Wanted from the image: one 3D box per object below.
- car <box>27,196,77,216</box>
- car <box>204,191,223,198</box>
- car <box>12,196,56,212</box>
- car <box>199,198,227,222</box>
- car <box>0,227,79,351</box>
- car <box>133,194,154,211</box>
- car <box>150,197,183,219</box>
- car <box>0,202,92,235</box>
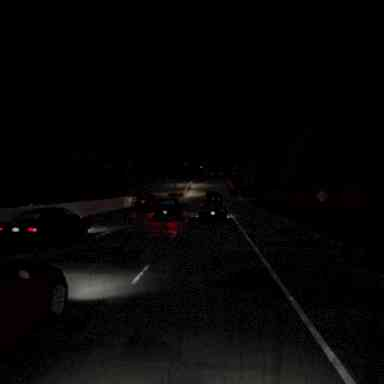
[{"bbox_3d":[-12.340,1.170,29.759,2.128,1.511,4.902,0,0,4],"label":"car"},{"bbox_3d":[2.677,0.888,42.121,2.150,2.045,5.566,0,0,4],"label":"car"},{"bbox_3d":[-15.618,1.137,33.180,1.837,1.490,4.892,0,0,4],"label":"car"},{"bbox_3d":[1.523,1.371,24.298,1.994,1.385,4.181,0,0,4],"label":"car"},{"bbox_3d":[-3.240,1.471,4.135,1.812,1.442,4.674,0,0,3],"label":"car"},{"bbox_3d":[-4.772,1.030,35.435,2.097,1.767,4.553,0,1,4],"label":"car"},{"bbox_3d":[-1.827,1.293,26.780,1.812,1.442,4.674,0,0,4],"label":"car"},{"bbox_3d":[-6.154,1.390,14.442,2.033,1.411,5.357,0,0,4],"label":"car"}]
